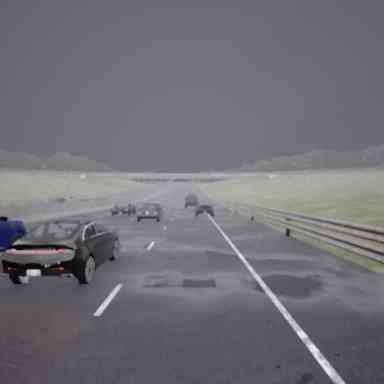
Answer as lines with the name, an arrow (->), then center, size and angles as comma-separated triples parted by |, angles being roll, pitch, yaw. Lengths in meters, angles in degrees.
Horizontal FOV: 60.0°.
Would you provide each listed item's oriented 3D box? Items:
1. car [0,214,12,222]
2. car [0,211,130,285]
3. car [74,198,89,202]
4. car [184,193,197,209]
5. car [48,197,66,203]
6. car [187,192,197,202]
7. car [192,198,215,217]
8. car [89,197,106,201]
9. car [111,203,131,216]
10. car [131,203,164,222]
car -> -6.906, 1.258, 9.531 | 2.150, 2.045, 5.566 | 0, 0, 0
car -> -3.407, 1.528, 9.574 | 2.128, 1.511, 4.902 | 0, 0, 0
car -> -21.048, 1.863, 63.636 | 1.895, 1.301, 4.718 | 0, 0, 0
car -> -0.038, 1.511, 51.504 | 2.150, 2.045, 5.566 | 0, 0, 0
car -> -24.562, 1.785, 60.682 | 1.837, 1.490, 4.892 | 0, 0, 1
car -> -0.059, 1.169, 76.896 | 2.150, 2.045, 5.566 | 0, 1, 0
car -> 1.201, 1.676, 33.262 | 1.837, 1.490, 4.892 | 0, 0, 0
car -> -17.556, 1.768, 63.516 | 1.837, 1.490, 4.892 | 0, 0, 0
car -> -6.925, 1.780, 34.414 | 1.895, 1.301, 4.718 | 0, 0, 0
car -> -3.420, 1.681, 27.844 | 2.033, 1.411, 5.357 | 0, 0, 0
